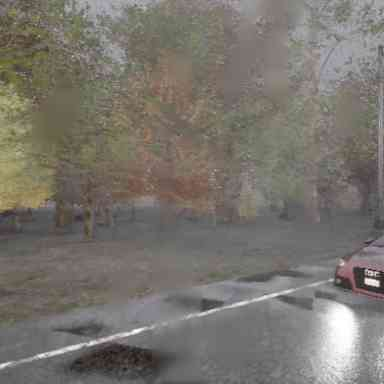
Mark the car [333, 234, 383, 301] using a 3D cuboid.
[{"bbox_3d":[5.148,1.593,7.668,4.181,1.385,1.994,0,0,-35],"label":"car"}]
